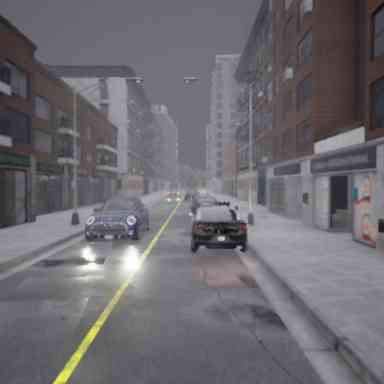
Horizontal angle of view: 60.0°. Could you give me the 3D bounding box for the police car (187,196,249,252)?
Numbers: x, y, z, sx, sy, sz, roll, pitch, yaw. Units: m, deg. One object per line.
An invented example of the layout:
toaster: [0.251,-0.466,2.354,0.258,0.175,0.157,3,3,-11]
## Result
police car: [0.892,1.156,12.703,1.930,1.638,5.238,0,1,0]

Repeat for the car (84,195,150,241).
car: [-3.108,1.043,14.644,2.097,1.767,4.553,0,1,0]

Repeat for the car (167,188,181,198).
car: [-3.078,0.137,56.714,2.097,1.767,4.553,0,1,1]

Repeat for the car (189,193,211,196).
car: [0.886,1.028,22.592,1.837,1.490,4.892,0,1,0]

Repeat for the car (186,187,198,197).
car: [-0.037,-0.002,63.058,2.097,1.767,4.553,0,1,0]

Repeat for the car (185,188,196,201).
car: [-0.020,0.306,48.977,2.097,1.767,4.553,0,1,0]

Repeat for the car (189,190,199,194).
car: [0.882,0.873,28.591,1.882,1.535,5.008,0,1,0]
